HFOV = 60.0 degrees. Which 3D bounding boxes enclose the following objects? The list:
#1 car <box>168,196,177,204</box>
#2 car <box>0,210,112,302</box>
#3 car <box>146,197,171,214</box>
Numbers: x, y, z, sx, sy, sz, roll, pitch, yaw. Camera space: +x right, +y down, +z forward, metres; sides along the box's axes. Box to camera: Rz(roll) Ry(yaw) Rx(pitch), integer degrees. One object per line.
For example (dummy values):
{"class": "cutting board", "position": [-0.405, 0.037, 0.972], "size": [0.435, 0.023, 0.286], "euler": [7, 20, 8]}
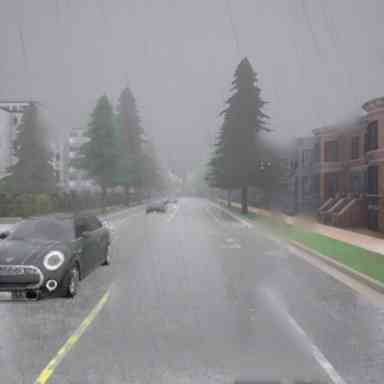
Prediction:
{"class": "car", "position": [-3.642, 1.427, 60.538], "size": [2.128, 1.511, 4.902], "euler": [0, 0, 0]}
{"class": "car", "position": [-3.520, 1.343, 8.447], "size": [2.097, 1.767, 4.553], "euler": [0, 0, 0]}
{"class": "car", "position": [-3.581, 1.512, 34.450], "size": [2.033, 1.411, 5.357], "euler": [0, 0, 0]}
